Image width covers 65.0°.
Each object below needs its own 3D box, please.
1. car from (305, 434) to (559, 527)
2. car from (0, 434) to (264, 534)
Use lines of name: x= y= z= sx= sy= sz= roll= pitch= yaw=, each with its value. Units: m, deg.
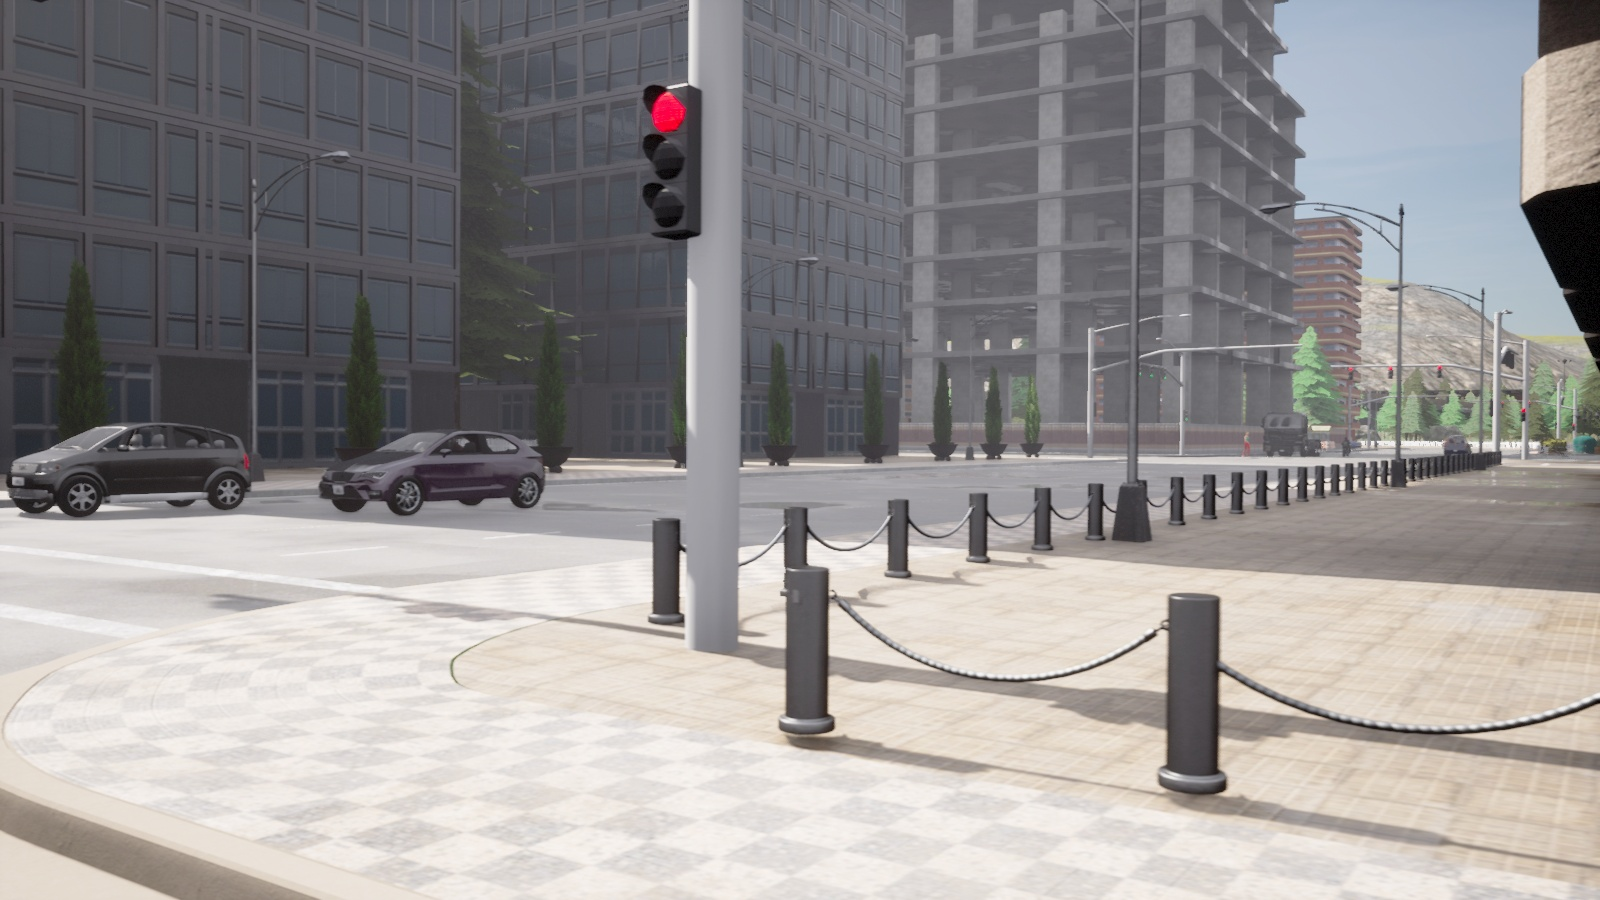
car: x=-6.518 y=0.478 z=22.662 sx=1.816 sy=1.474 sz=4.193 roll=0 pitch=1 yaw=34
car: x=-11.453 y=0.509 z=21.596 sx=1.789 sy=1.549 sz=3.705 roll=0 pitch=1 yaw=34
